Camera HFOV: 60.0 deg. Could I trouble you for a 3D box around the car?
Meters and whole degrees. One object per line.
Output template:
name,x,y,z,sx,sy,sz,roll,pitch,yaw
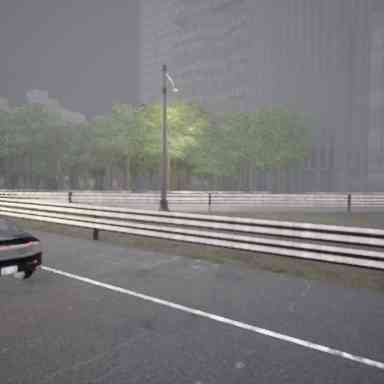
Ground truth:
car,-5.493,1.229,7.866,4.902,1.511,2.128,2,1,36
